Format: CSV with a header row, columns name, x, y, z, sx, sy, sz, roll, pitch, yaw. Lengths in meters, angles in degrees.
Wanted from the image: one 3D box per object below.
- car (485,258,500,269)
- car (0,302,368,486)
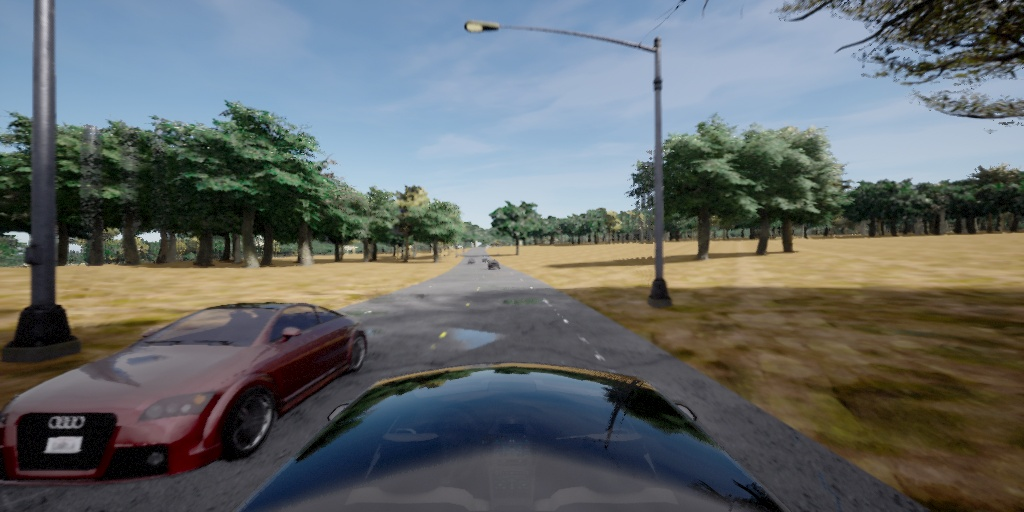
name,x,y,z,sx,sy,sz,roll,pitch,yaw
car,-3.049,1.374,58.772,1.837,1.490,4.892,0,1,-6
car,-3.624,1.352,4.883,1.994,1.385,4.181,0,0,0
